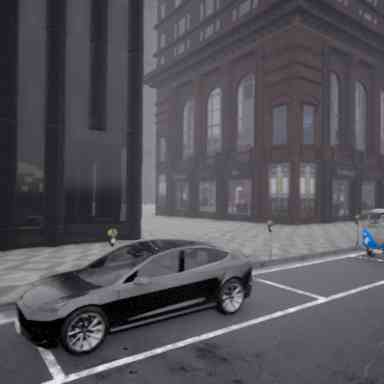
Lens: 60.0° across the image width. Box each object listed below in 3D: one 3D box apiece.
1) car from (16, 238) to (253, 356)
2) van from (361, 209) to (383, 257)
[{"bbox_3d":[-0.757,1.595,6.105,4.313,1.339,1.947,1,0,-35],"label":"car"},{"bbox_3d":[7.876,1.481,12.262,3.998,1.788,1.690,1,0,-35],"label":"van"}]
